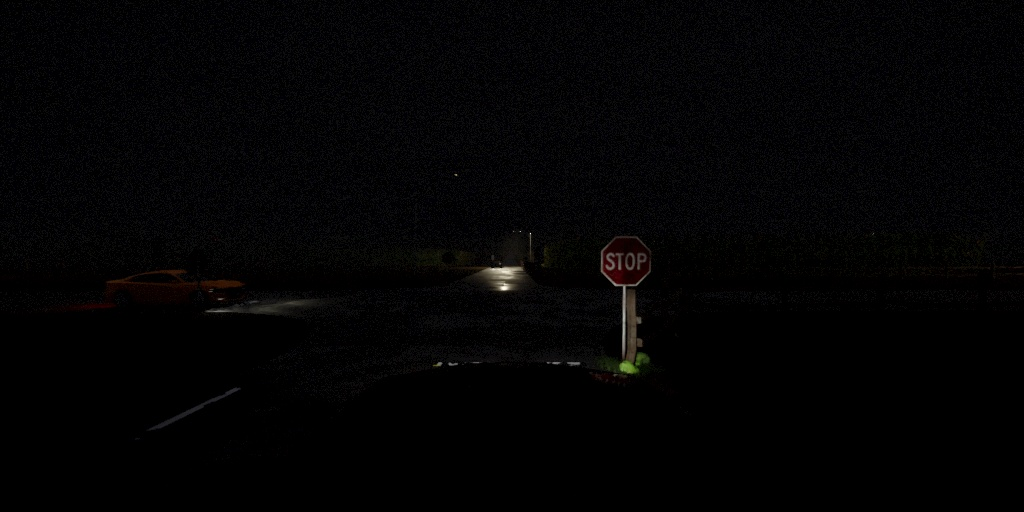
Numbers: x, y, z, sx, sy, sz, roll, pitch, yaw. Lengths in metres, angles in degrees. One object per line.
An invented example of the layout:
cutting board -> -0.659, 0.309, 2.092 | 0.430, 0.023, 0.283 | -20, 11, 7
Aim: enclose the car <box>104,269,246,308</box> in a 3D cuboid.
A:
car -> -14.215, 1.336, 15.315 | 5.008, 1.535, 1.882 | 0, 2, 0
